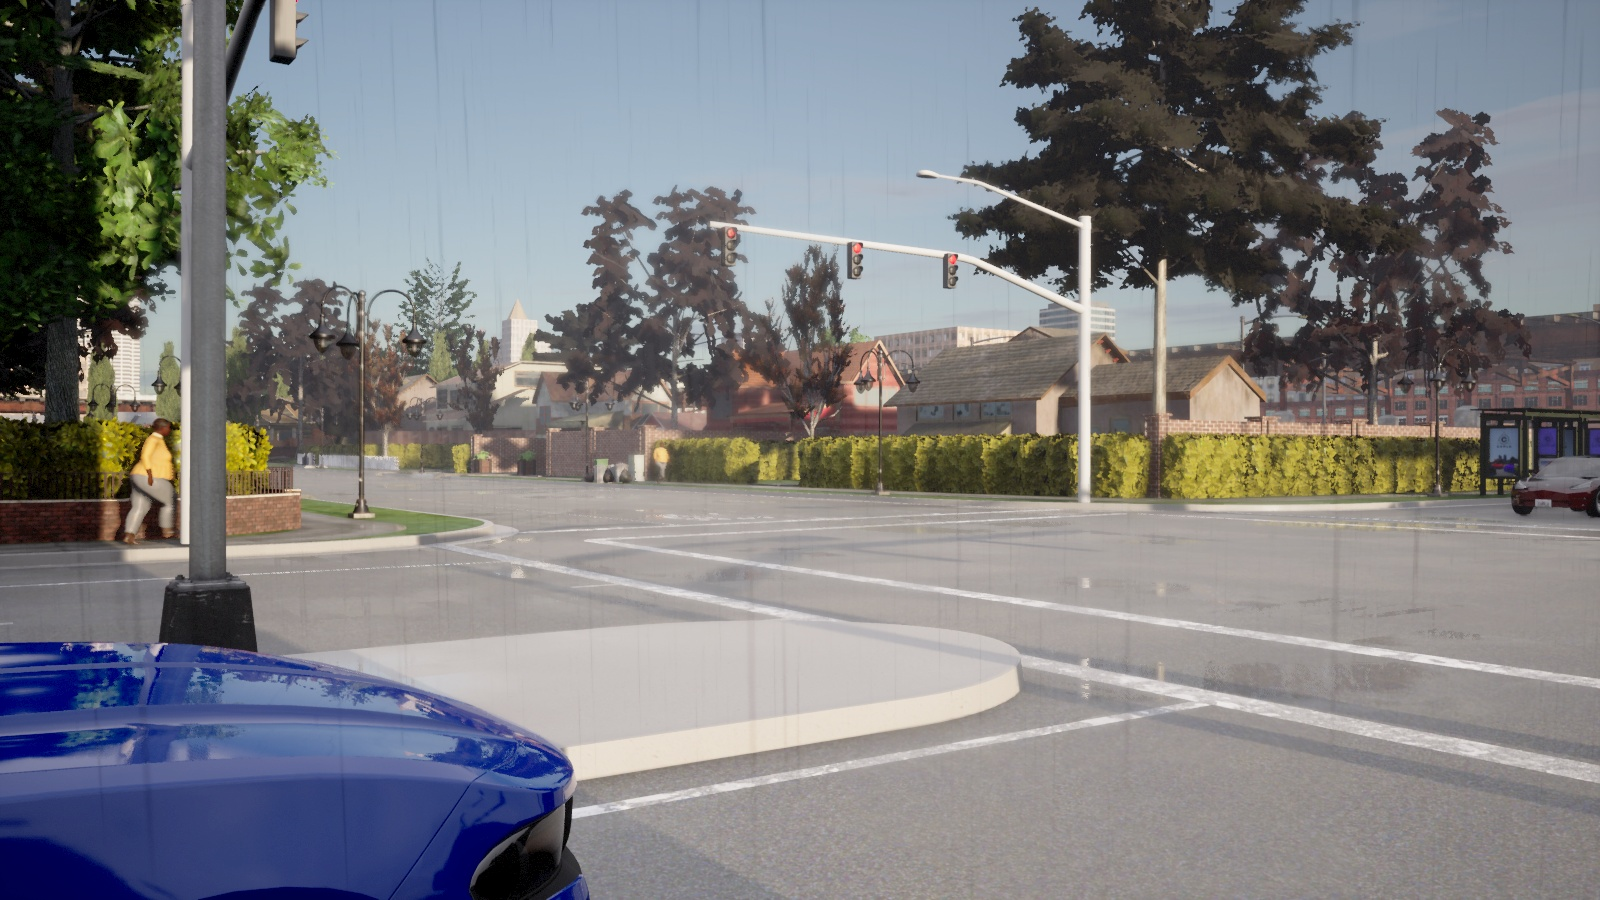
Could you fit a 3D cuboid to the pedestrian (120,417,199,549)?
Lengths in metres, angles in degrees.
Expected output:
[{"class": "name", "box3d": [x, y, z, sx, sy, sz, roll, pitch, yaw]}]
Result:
[{"class": "pedestrian", "box3d": [-9.319, 0.467, 18.263, 0.900, 1.855, 0.874, 0, 0, -36]}]

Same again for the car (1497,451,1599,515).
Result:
[{"class": "car", "box3d": [19.779, 0.780, 31.474, 4.792, 1.488, 2.163, 0, 0, -35]}]

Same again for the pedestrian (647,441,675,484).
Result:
[{"class": "pedestrian", "box3d": [-6.122, 0.558, 55.331, 0.874, 1.855, 0.900, 0, 0, -34]}]

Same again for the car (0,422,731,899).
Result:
[{"class": "car", "box3d": [-2.727, 0.733, 1.760, 5.008, 1.535, 1.882, 0, 0, -35]}]
